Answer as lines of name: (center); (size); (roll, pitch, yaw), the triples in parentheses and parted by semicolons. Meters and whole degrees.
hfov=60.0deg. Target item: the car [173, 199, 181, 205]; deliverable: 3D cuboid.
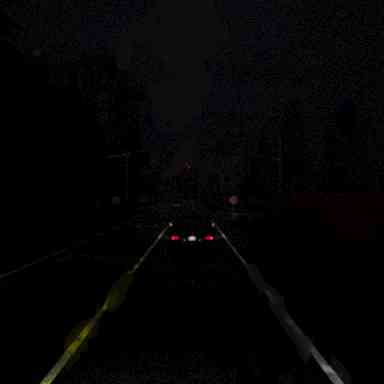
car: (-3.496, 2.268, 77.861); (2.033, 1.411, 5.357); (0, -1, 0)

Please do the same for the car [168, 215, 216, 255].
car: (0.002, 1.679, 13.986); (2.033, 1.411, 5.357); (0, -1, 0)
